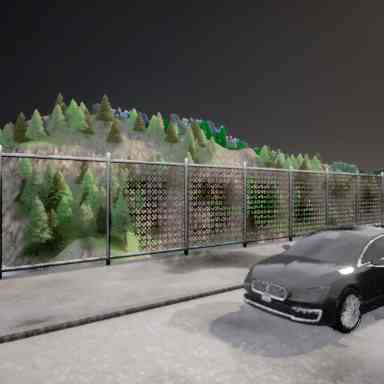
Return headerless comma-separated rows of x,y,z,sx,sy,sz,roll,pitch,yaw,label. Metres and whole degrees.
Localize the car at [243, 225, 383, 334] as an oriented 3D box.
3.205,1.505,6.866,4.892,1.490,1.837,0,0,-35,car
